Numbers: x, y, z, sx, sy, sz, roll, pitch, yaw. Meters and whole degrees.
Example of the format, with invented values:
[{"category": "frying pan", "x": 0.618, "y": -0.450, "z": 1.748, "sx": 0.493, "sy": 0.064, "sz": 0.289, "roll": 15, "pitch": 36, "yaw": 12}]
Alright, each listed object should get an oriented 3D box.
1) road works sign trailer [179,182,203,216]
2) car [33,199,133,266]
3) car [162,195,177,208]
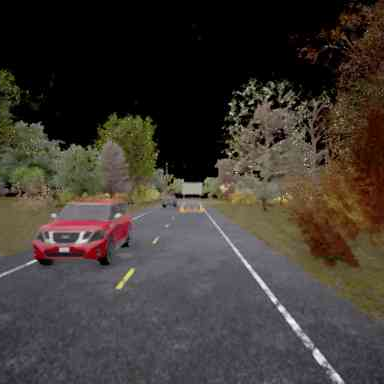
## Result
[{"category": "road works sign trailer", "x": 0.005, "y": 0.673, "z": 35.602, "sx": 2.380, "sy": 3.560, "sz": 2.880, "roll": 0, "pitch": 0, "yaw": 0}, {"category": "car", "x": -3.600, "y": 1.289, "z": 12.141, "sx": 2.150, "sy": 2.045, "sz": 5.566, "roll": 0, "pitch": 0, "yaw": 0}, {"category": "car", "x": -3.565, "y": 1.553, "z": 53.558, "sx": 2.150, "sy": 2.045, "sz": 5.566, "roll": 0, "pitch": 0, "yaw": 0}]
